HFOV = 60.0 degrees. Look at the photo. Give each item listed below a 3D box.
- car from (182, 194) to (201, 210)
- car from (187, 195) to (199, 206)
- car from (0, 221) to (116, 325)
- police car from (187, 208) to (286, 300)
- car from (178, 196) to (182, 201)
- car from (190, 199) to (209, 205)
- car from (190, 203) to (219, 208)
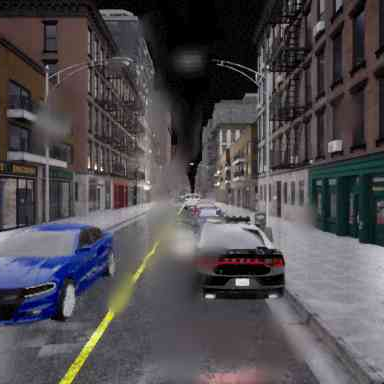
[{"bbox_3d":[0.106,1.301,45.533,2.150,2.045,5.566,0,0,1],"label":"car"},{"bbox_3d":[0.127,1.487,59.489,2.097,1.767,4.553,0,0,0],"label":"car"},{"bbox_3d":[-3.085,1.478,7.469,1.882,1.535,5.008,0,0,0],"label":"car"},{"bbox_3d":[0.918,1.426,8.593,1.930,1.638,5.238,0,0,0],"label":"police car"},{"bbox_3d":[-2.802,1.822,92.476,1.812,1.442,4.674,0,0,0],"label":"car"},{"bbox_3d":[0.953,1.496,24.484,1.882,1.535,5.008,0,0,0],"label":"car"},{"bbox_3d":[0.940,1.535,18.484,1.812,1.442,4.674,0,0,0],"label":"car"}]
